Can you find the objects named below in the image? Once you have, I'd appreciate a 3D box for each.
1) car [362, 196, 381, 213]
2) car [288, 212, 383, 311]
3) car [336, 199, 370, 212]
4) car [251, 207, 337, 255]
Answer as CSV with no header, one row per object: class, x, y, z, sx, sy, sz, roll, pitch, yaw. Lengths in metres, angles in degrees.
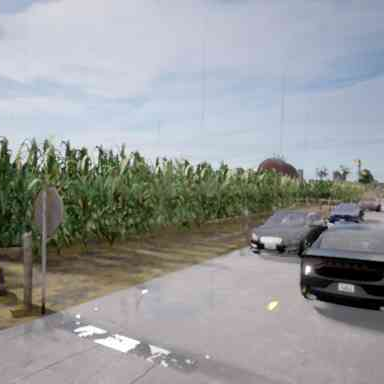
car,19.678,1.309,36.924,2.097,1.767,4.553,0,0,33
car,3.962,1.466,7.709,1.882,1.535,5.008,0,0,33
car,11.515,1.522,24.525,2.033,1.411,5.357,0,0,33
car,3.870,1.484,12.782,2.128,1.511,4.902,0,0,33
